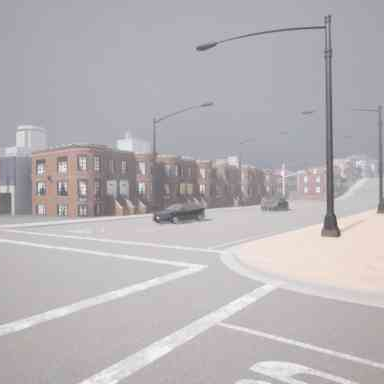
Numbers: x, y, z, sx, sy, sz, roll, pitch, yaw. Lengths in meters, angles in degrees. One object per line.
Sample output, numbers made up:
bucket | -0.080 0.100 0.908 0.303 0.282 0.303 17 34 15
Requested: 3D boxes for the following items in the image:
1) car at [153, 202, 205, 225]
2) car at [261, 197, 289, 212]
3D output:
car | -0.929 1.603 25.918 1.882 1.535 5.008 -1 -1 37
car | 10.203 1.472 40.768 2.097 1.767 4.553 -1 -1 37
